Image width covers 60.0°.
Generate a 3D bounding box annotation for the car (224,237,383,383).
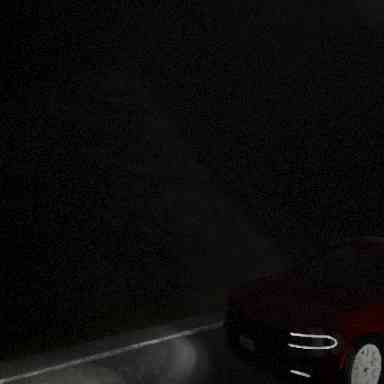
[{"bbox_3d":[2.804,1.487,5.163,5.008,1.535,1.882,0,0,-30],"label":"car"}]
